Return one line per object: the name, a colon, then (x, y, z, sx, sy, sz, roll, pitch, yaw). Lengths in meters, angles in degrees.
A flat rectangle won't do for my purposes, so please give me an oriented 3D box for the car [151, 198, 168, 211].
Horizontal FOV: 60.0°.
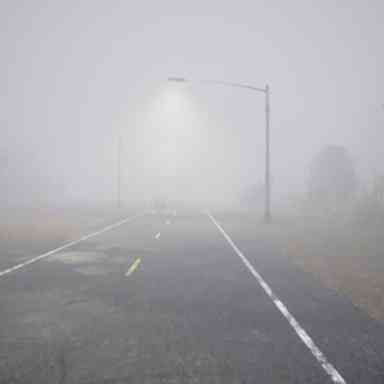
car: (-4.169, 1.547, 42.486, 1.837, 1.490, 4.892, 0, -1, -5)
